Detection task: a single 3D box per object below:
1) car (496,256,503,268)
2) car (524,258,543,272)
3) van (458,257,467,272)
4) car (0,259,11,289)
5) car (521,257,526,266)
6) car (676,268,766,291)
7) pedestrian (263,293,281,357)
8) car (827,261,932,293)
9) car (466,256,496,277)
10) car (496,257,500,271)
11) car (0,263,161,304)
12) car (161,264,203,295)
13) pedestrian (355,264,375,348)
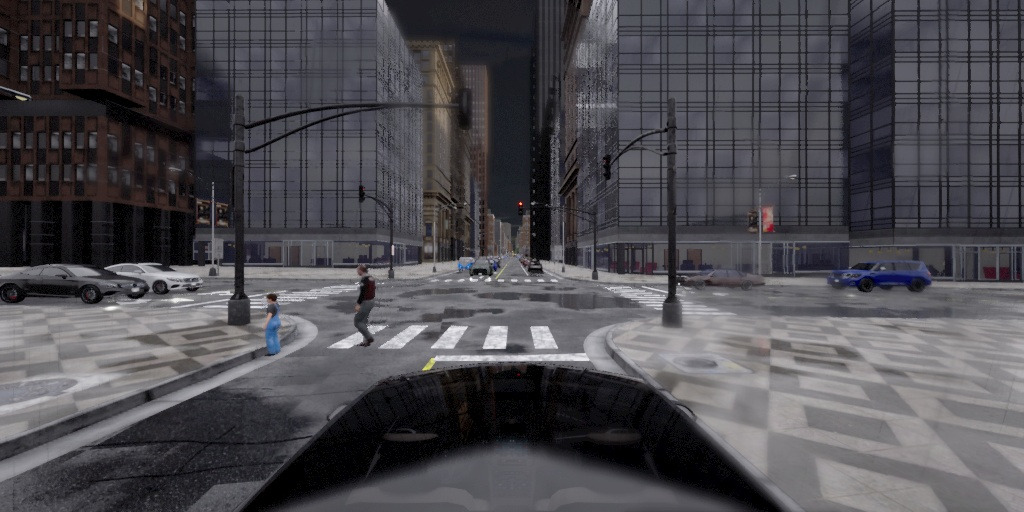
[{"bbox_3d":[-2.832,1.201,58.922,1.837,1.490,4.892,0,0,1],"label":"car"},{"bbox_3d":[2.840,1.284,44.687,1.948,1.339,4.313,0,0,0],"label":"car"},{"bbox_3d":[-5.685,1.059,44.733,1.690,1.789,3.998,0,0,0],"label":"van"},{"bbox_3d":[-28.189,0.870,17.443,5.008,1.535,1.882,1,0,1],"label":"car"},{"bbox_3d":[2.934,1.272,61.635,1.802,1.307,4.207,0,0,0],"label":"car"},{"bbox_3d":[13.824,1.519,23.950,5.357,1.411,2.033,1,0,0],"label":"car"},{"bbox_3d":[-4.812,1.324,7.204,0.375,1.300,0.375,0,0,0],"label":"pedestrian"},{"bbox_3d":[24.403,1.336,23.899,5.566,2.045,2.150,1,0,0],"label":"car"},{"bbox_3d":[-2.961,1.081,35.522,2.097,1.767,4.553,0,0,0],"label":"car"},{"bbox_3d":[-2.916,1.194,46.157,1.882,1.535,5.008,0,0,1],"label":"car"},{"bbox_3d":[-17.232,1.046,14.137,4.674,1.442,1.812,1,0,-1],"label":"car"},{"bbox_3d":[-17.760,1.051,17.394,4.674,1.442,1.812,1,0,0],"label":"car"},{"bbox_3d":[-3.167,1.043,7.799,0.375,1.860,0.375,0,0,0],"label":"pedestrian"}]
